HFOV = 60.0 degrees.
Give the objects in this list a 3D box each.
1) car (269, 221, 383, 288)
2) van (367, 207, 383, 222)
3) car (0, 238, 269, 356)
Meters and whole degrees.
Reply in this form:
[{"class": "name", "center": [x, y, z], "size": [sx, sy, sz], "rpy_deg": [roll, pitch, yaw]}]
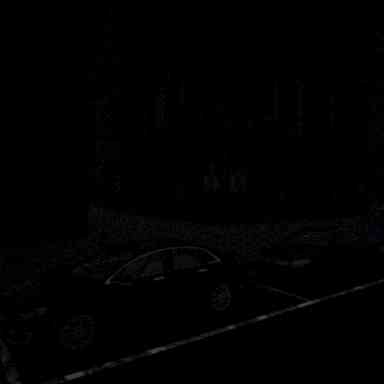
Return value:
[{"class": "car", "center": [3.651, 1.624, 9.258], "size": [4.206, 1.307, 1.802], "rpy_deg": [0, 0, -36]}, {"class": "van", "center": [8.239, 1.413, 12.533], "size": [3.998, 1.788, 1.690], "rpy_deg": [0, 0, -36]}, {"class": "car", "center": [-0.938, 1.564, 5.984], "size": [4.403, 1.369, 2.008], "rpy_deg": [0, 0, -36]}]
